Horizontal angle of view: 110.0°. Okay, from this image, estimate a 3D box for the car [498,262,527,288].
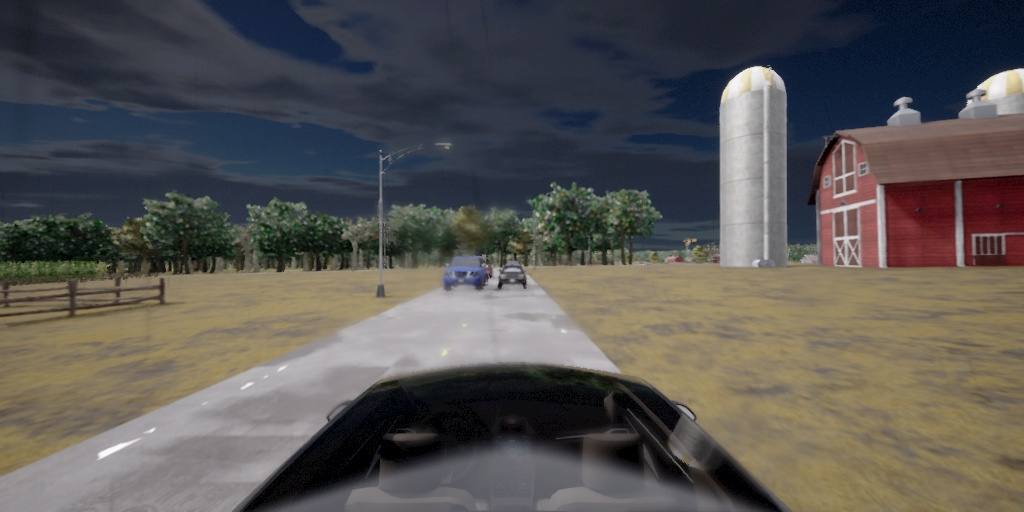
[{"bbox_3d":[0.047,1.334,24.101,1.812,1.442,4.674,0,0,1],"label":"car"}]

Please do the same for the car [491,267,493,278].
[{"bbox_3d":[-2.774,1.391,34.075,1.812,1.442,4.674,0,0,1],"label":"car"}]

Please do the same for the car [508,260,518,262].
[{"bbox_3d":[0.104,1.317,44.930,2.097,1.767,4.553,0,-1,0],"label":"car"}]

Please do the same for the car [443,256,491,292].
[{"bbox_3d":[-2.763,1.027,22.296,2.150,2.045,5.566,0,-1,0],"label":"car"}]
